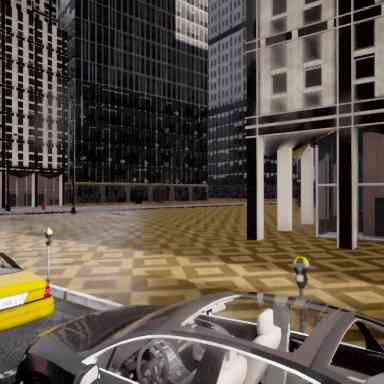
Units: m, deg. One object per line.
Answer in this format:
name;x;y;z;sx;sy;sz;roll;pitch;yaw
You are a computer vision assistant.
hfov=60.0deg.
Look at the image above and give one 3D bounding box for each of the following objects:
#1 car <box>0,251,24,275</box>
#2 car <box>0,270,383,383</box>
car;-4.464;1.525;6.064;4.829;1.417;1.752;0;0;36
car;0.290;1.551;2.670;4.403;1.369;2.008;0;0;36
